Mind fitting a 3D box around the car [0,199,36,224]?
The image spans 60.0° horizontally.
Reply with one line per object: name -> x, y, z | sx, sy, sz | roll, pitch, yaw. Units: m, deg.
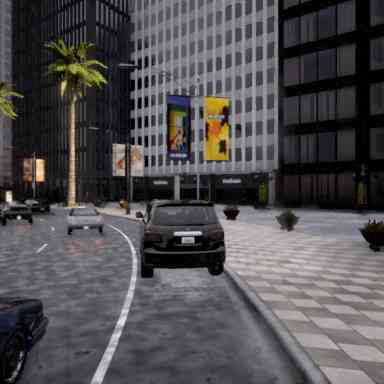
car -> -13.221, 1.493, 24.965 | 1.837, 1.490, 4.892 | 1, 0, -32

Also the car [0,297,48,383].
car -> -2.930, 1.546, 2.183 | 2.033, 1.411, 5.357 | 0, 0, 0

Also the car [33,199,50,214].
car -> -16.113, 1.462, 33.811 | 1.882, 1.535, 5.008 | 0, 0, -44

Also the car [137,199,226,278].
car -> -0.535, 1.216, 10.412 | 2.150, 2.045, 5.566 | 0, 0, -10

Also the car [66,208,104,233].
car -> -6.489, 1.593, 19.786 | 1.895, 1.301, 4.718 | 0, 0, -22
